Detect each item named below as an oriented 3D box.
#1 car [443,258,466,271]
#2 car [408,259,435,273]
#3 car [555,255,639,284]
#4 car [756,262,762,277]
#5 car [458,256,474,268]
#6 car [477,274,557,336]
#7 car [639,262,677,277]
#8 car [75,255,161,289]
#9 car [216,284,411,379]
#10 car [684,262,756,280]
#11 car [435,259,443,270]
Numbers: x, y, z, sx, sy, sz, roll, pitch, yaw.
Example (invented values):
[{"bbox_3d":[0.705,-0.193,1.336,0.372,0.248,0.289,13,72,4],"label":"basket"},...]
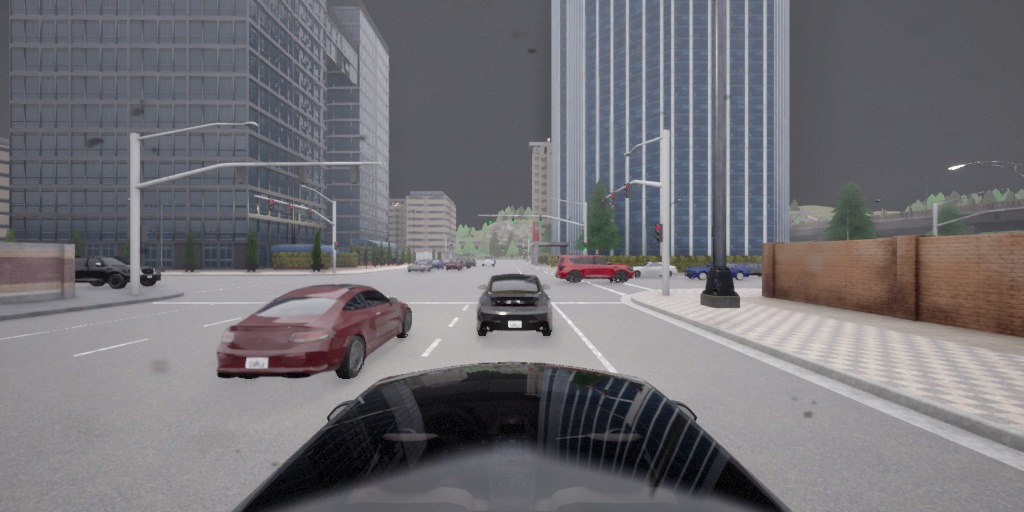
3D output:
[{"bbox_3d":[-7.913,1.351,49.609,1.895,1.301,4.718,0,0,-1],"label":"car"},{"bbox_3d":[-11.396,1.351,44.402,1.895,1.301,4.718,0,0,1],"label":"car"},{"bbox_3d":[5.990,0.971,26.435,5.566,2.045,2.150,0,0,-1],"label":"car"},{"bbox_3d":[22.613,1.297,33.786,5.357,1.411,2.033,0,0,-1],"label":"car"},{"bbox_3d":[-8.051,0.971,59.403,2.150,2.045,5.566,0,0,-1],"label":"car"},{"bbox_3d":[0.064,1.256,10.352,1.837,1.490,4.892,0,0,0],"label":"car"},{"bbox_3d":[13.026,1.276,33.681,4.674,1.442,1.812,0,0,1],"label":"car"},{"bbox_3d":[-25.666,0.972,22.641,5.566,2.045,2.150,0,0,-1],"label":"car"},{"bbox_3d":[-3.438,1.276,7.145,1.812,1.442,4.674,0,0,0],"label":"car"},{"bbox_3d":[17.209,1.228,30.237,5.008,1.535,1.882,0,0,-1],"label":"car"},{"bbox_3d":[-11.474,1.227,53.794,1.882,1.535,5.008,0,0,-1],"label":"car"}]
